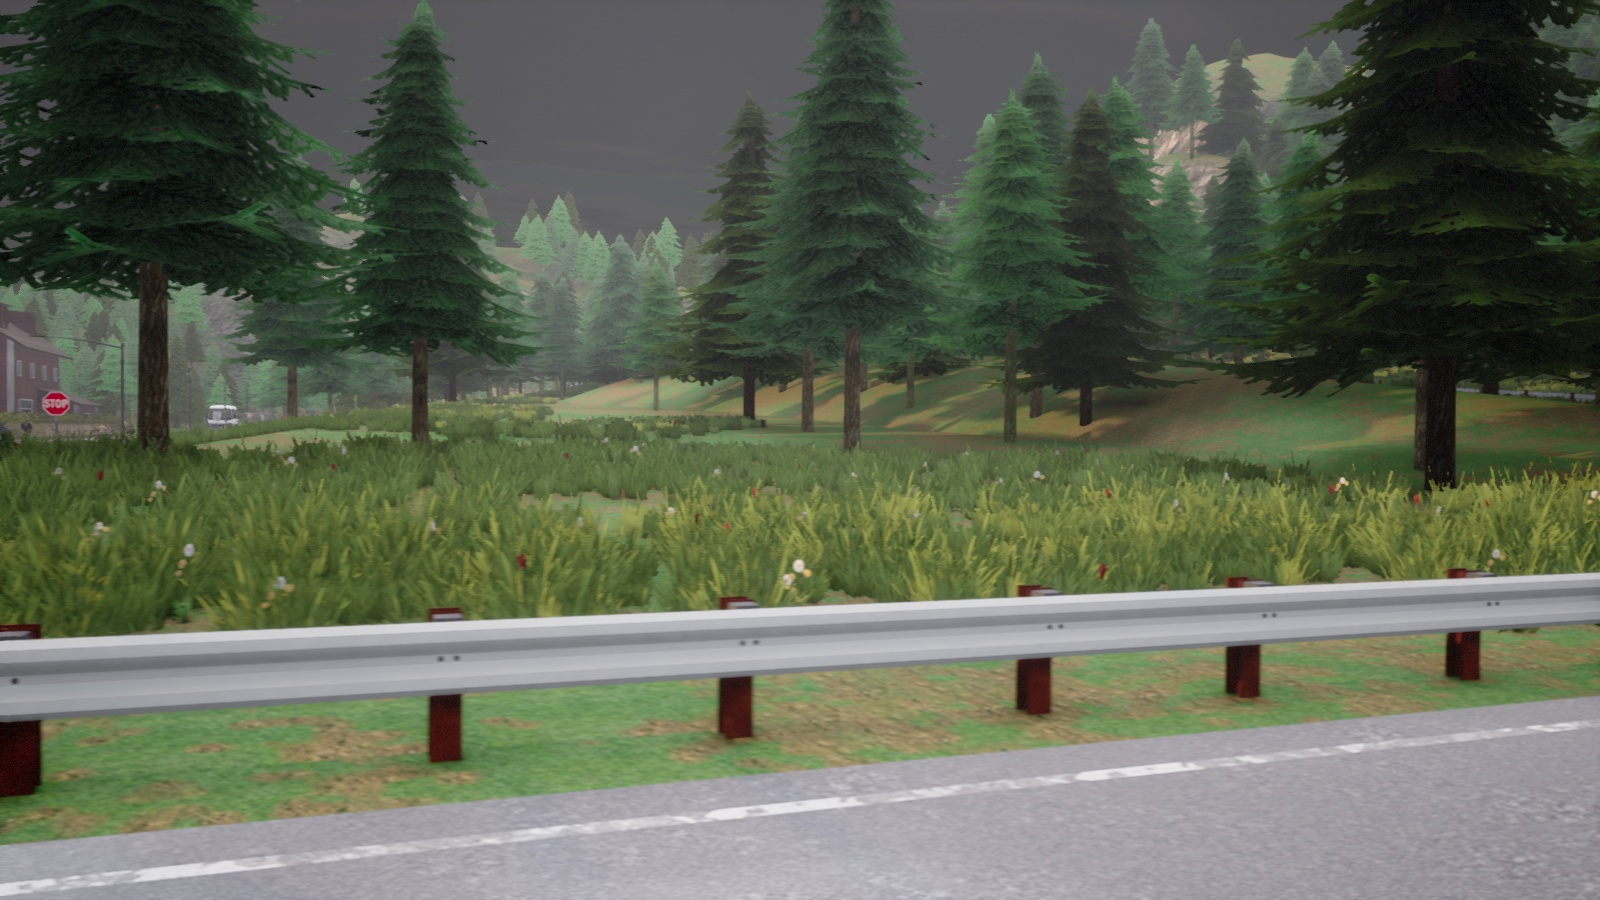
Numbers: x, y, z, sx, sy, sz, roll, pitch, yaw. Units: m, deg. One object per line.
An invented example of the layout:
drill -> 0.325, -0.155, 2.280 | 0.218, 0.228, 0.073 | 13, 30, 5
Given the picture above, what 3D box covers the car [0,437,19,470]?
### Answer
car -> -41.196, 0.192, 63.338 | 2.033, 1.649, 4.856 | -1, 1, -20
